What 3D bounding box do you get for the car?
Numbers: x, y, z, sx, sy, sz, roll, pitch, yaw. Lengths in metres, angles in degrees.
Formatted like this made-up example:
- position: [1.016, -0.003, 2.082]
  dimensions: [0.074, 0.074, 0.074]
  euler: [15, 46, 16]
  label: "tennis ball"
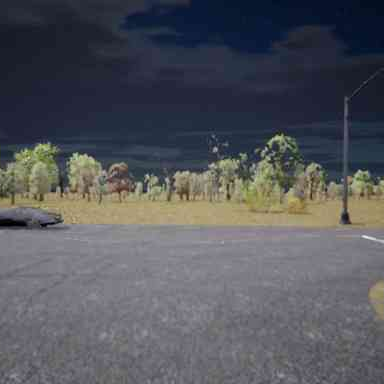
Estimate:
- position: [-11.123, 1.640, 21.409]
  dimensions: [5.357, 1.411, 2.033]
  euler: [1, 0, 0]
  label: "car"
